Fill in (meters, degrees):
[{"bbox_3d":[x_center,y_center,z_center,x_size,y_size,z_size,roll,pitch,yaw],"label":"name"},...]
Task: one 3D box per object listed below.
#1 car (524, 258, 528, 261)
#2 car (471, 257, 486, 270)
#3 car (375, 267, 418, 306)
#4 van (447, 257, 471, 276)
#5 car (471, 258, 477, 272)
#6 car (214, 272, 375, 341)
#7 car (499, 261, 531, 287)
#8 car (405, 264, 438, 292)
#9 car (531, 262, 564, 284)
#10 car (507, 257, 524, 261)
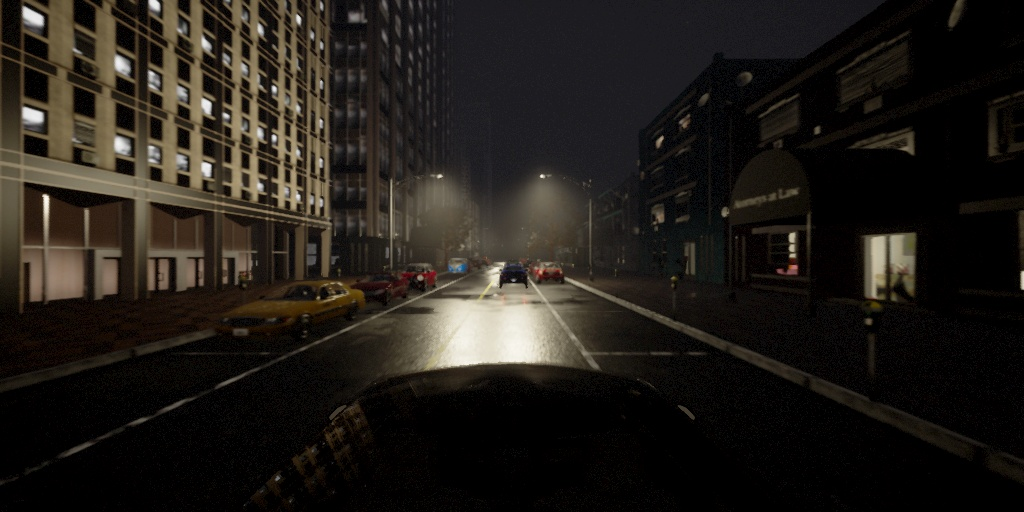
[{"bbox_3d":[2.690,1.344,54.387,1.948,1.339,4.313,0,0,0],"label":"car"},{"bbox_3d":[-5.691,1.094,54.388,2.192,1.841,5.009,0,0,0],"label":"car"},{"bbox_3d":[-5.690,1.336,15.629,1.802,1.307,4.207,0,0,0],"label":"car"},{"bbox_3d":[-5.691,1.106,37.777,1.690,1.789,3.998,0,0,0],"label":"van"},{"bbox_3d":[-5.691,1.314,43.314,1.888,1.381,4.507,0,0,0],"label":"car"},{"bbox_3d":[-5.690,1.278,9.923,1.751,1.417,4.829,0,0,0],"label":"car"},{"bbox_3d":[0.101,1.283,24.153,1.812,1.442,4.674,0,0,0],"label":"car"},{"bbox_3d":[-5.690,1.196,21.167,1.967,1.591,4.097,0,0,0],"label":"car"},{"bbox_3d":[2.691,1.198,26.701,1.967,1.591,4.097,0,0,0],"label":"car"},{"bbox_3d":[0.099,1.123,45.583,2.097,1.767,4.553,0,0,0],"label":"car"}]
